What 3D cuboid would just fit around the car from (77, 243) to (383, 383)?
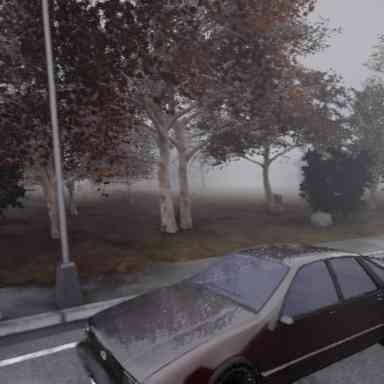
[{"bbox_3d":[1.296,1.508,4.691,5.357,1.411,2.033,-1,1,-33],"label":"car"}]
